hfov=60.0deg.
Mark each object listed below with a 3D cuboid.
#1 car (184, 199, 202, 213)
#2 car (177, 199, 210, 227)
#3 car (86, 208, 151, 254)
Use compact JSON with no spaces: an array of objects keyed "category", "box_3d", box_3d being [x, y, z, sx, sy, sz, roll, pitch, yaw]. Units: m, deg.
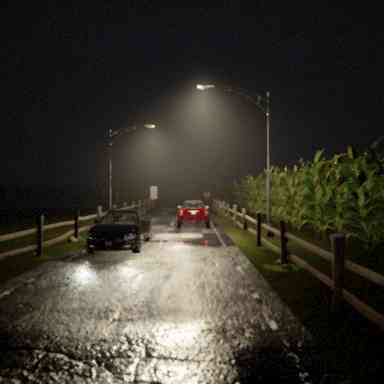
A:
[{"category":"car","box_3d":[0.101,1.529,37.964,1.837,1.490,4.892,0,0,0]},{"category":"car","box_3d":[0.099,1.364,23.029,2.097,1.767,4.553,0,0,0]},{"category":"car","box_3d":[-2.851,1.485,13.821,1.882,1.535,5.008,0,0,0]}]
